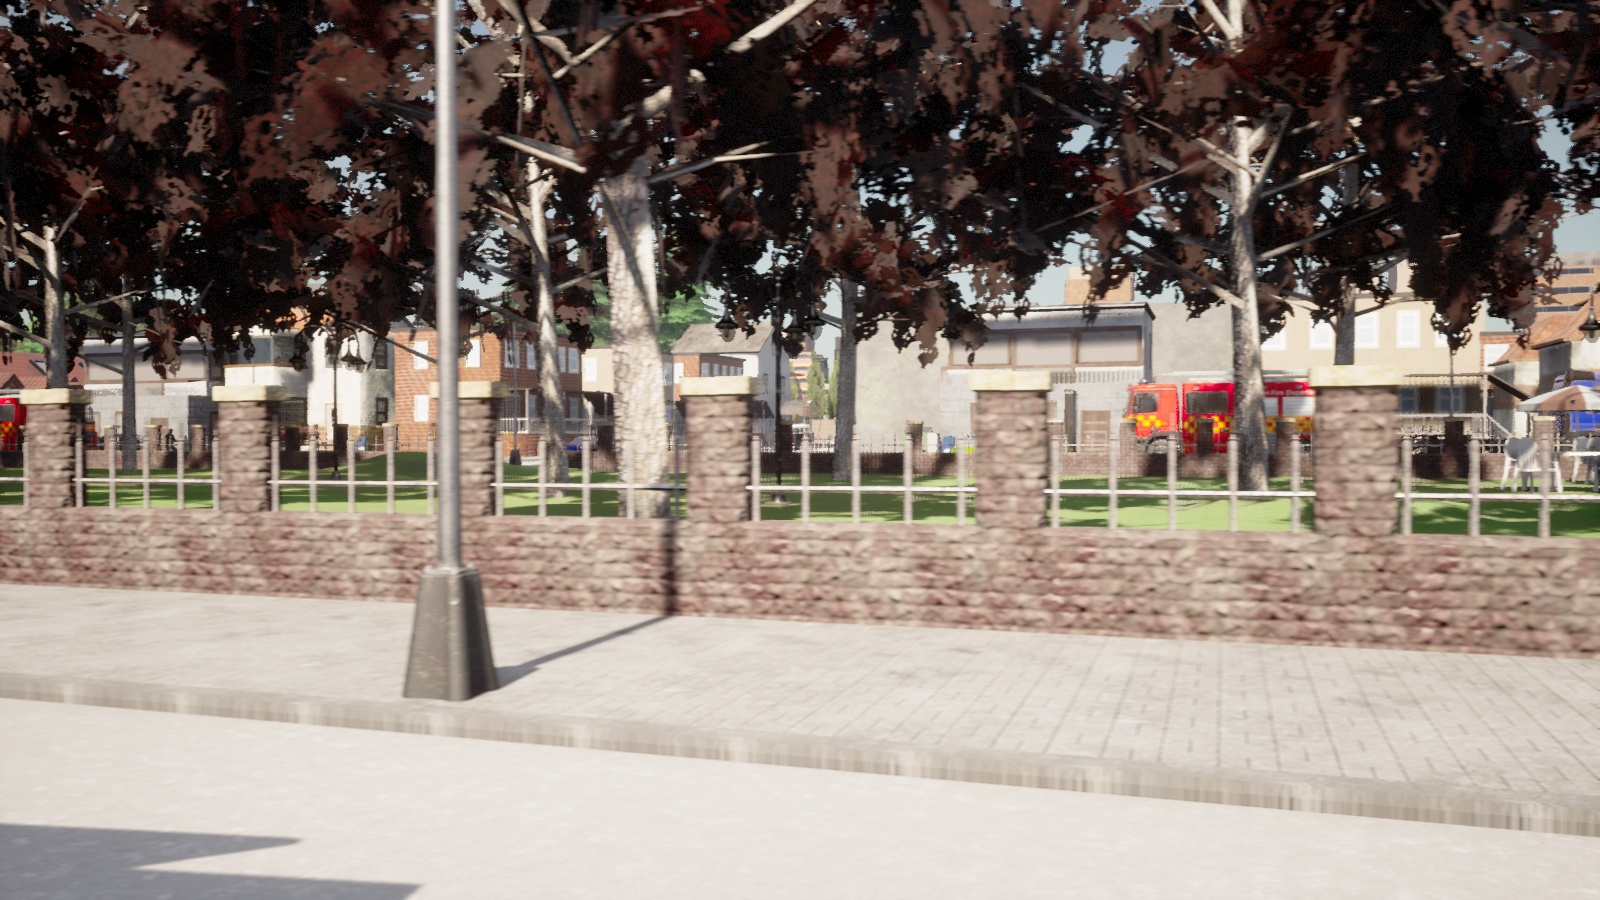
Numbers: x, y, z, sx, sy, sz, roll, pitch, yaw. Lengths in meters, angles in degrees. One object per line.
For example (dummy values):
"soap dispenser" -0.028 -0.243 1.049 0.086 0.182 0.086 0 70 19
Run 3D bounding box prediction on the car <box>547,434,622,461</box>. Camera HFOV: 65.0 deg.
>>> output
"car" -11.110 -0.159 65.220 1.895 1.301 4.718 0 1 17

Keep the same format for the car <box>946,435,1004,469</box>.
"car" 7.430 0.057 53.210 2.207 1.376 1.481 1 1 19

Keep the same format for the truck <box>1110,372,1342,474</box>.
"truck" 16.832 -1.076 50.019 8.468 3.827 2.891 1 1 19

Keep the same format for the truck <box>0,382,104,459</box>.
"truck" -40.709 -1.535 65.144 8.468 3.827 2.891 0 1 16

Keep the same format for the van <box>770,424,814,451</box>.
"van" -0.587 -0.996 96.404 2.069 2.038 4.480 1 1 19

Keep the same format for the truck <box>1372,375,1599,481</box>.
"truck" 24.241 -0.757 43.295 7.936 3.462 2.891 0 1 19

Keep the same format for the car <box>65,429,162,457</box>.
"car" -37.369 -0.404 68.361 4.892 1.490 1.837 1 1 19
